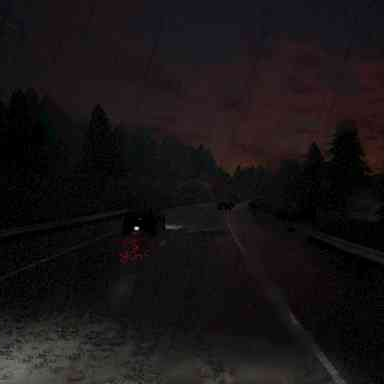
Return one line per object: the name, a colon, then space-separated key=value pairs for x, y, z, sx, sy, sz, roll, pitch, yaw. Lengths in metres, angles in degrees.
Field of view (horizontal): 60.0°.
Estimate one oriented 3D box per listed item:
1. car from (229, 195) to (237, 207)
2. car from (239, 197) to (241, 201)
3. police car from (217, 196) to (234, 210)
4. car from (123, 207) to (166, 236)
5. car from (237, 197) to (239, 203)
car: x=6.291 y=1.759 z=57.837 sx=2.097 sy=1.767 sz=4.553 roll=0 pitch=0 yaw=10
car: x=10.092 y=1.656 z=81.065 sx=2.150 sy=2.045 sz=5.566 roll=0 pitch=0 yaw=13
police car: x=4.725 y=1.765 z=48.289 sx=1.930 sy=1.638 sz=5.238 roll=0 pitch=0 yaw=8
car: x=-2.717 y=1.640 z=19.614 sx=1.837 sy=1.490 sz=4.892 roll=0 pitch=0 yaw=3
car: x=7.385 y=1.975 z=63.653 sx=1.812 sy=1.442 sz=4.674 roll=0 pitch=0 yaw=11
